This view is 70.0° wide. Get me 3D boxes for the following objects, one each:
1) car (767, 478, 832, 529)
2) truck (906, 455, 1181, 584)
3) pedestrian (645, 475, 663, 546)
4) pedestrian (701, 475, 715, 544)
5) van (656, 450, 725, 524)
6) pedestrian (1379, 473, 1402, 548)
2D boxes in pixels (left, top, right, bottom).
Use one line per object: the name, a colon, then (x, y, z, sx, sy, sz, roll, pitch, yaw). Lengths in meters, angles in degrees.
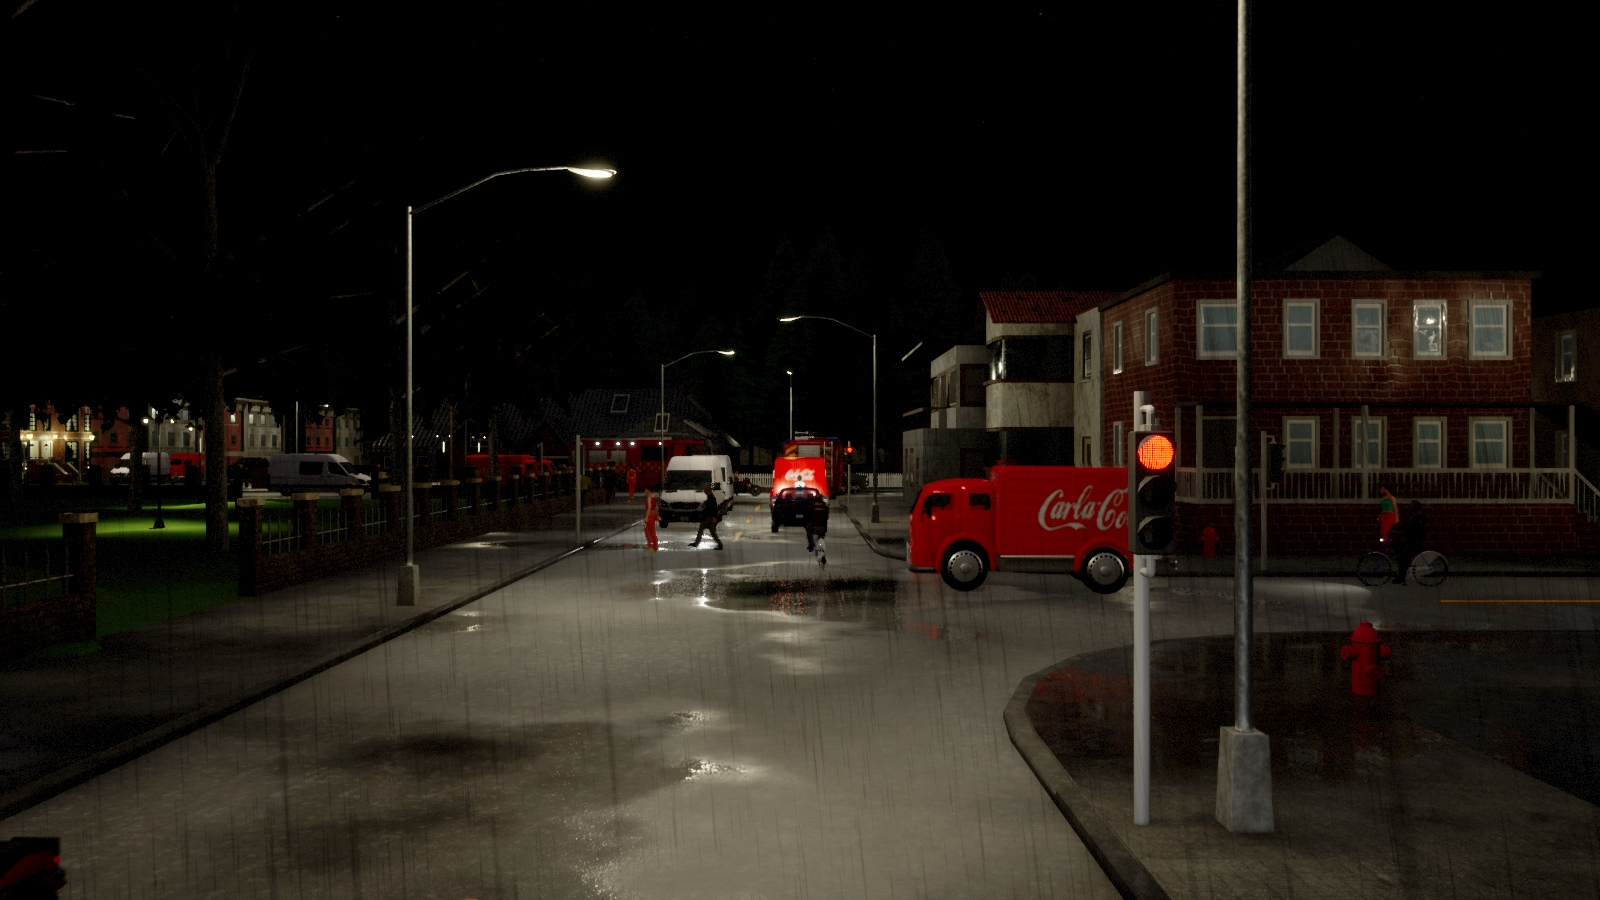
car: (-0.015, 1.797, 39.830, 2.097, 1.535, 5.006, 0, 0, 0)
truck: (4.807, 1.337, 23.414, 5.204, 2.467, 2.627, 0, 0, 5)
pedestrian: (-3.916, 1.615, 30.623, 0.375, 1.860, 0.375, 0, 0, 11)
pedestrian: (-2.516, 1.615, 31.254, 0.375, 1.860, 0.375, 0, 0, 0)
van: (-4.007, 1.296, 42.666, 1.988, 2.561, 5.915, 0, 0, 0)
pedestrian: (14.693, 1.504, 28.449, 0.375, 1.860, 0.375, 0, 0, 0)
